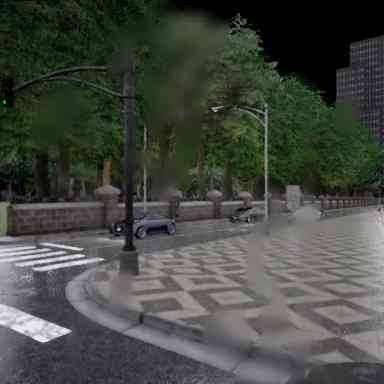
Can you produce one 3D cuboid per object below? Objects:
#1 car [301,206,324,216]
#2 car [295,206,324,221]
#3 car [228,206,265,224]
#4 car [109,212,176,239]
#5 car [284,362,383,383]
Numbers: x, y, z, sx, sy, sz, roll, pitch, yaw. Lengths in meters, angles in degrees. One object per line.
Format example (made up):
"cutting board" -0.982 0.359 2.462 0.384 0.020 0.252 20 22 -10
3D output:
"car" 17.338 2.643 47.709 1.895 1.301 4.718 0 -1 35
"car" 12.349 2.287 35.321 1.812 1.442 4.674 0 -1 35
"car" 5.118 2.099 30.650 1.837 1.490 4.892 0 -1 35
"car" -2.781 1.878 19.520 1.994 1.385 4.181 0 -1 35
"car" 2.350 1.551 1.281 4.403 1.369 2.008 0 0 36
